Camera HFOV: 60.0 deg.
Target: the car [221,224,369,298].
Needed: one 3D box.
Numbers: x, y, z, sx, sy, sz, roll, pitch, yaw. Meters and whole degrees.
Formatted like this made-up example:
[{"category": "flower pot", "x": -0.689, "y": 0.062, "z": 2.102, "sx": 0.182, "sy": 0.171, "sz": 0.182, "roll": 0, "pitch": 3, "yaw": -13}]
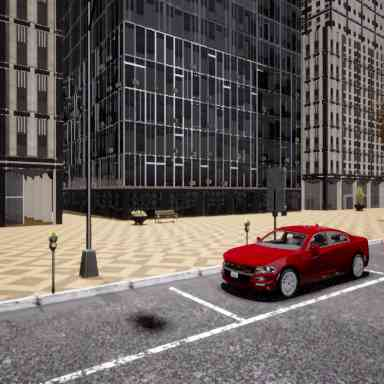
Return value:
[{"category": "car", "x": 2.749, "y": 1.545, "z": 8.502, "sx": 4.507, "sy": 1.381, "sz": 1.887, "roll": 0, "pitch": 0, "yaw": -35}]
